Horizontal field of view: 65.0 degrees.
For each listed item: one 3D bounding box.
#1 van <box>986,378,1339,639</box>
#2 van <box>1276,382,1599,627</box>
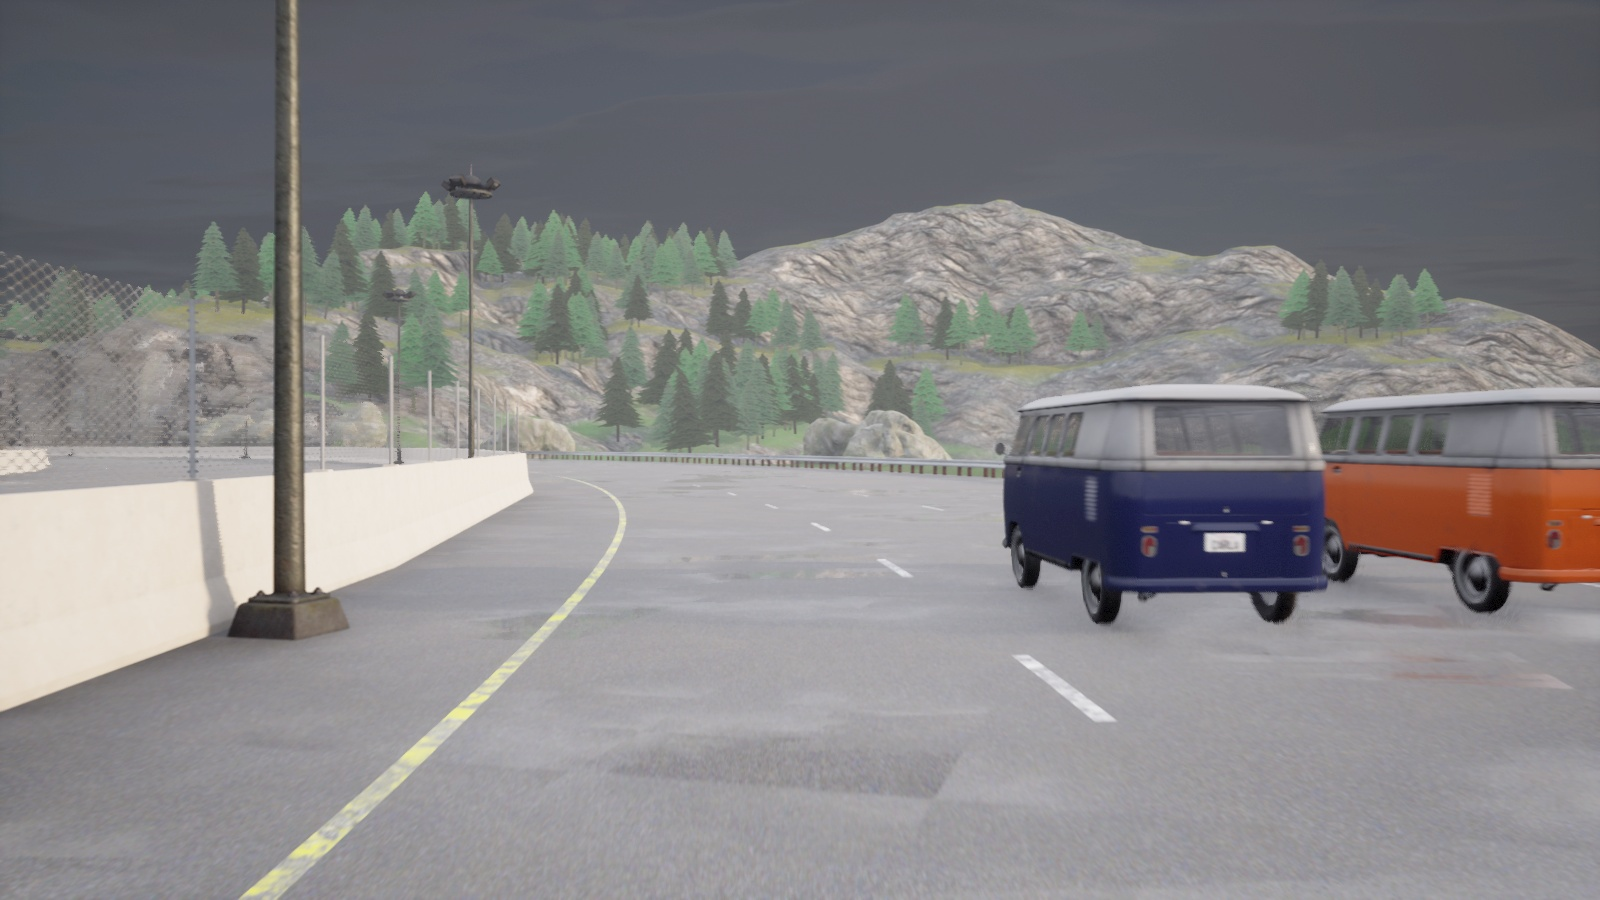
[{"bbox_3d":[3.106,0.434,11.805,1.775,1.987,4.442,0,0,-4],"label":"van"},{"bbox_3d":[6.570,0.432,12.447,1.775,1.987,4.442,0,0,-4],"label":"van"}]
